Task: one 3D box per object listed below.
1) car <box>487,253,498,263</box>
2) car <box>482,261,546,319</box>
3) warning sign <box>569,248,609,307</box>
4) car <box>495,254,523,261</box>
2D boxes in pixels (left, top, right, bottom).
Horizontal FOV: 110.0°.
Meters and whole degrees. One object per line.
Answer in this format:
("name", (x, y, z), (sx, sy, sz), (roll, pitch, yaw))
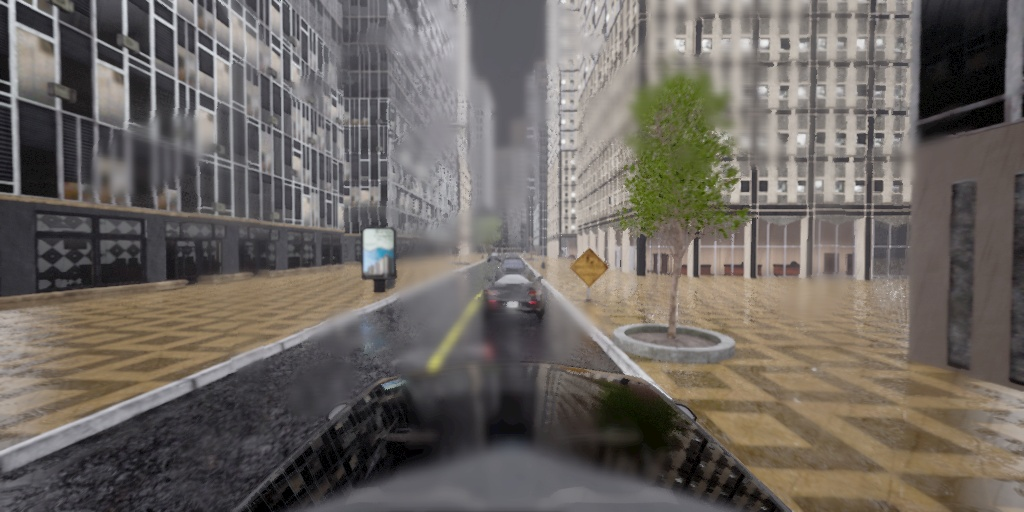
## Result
("car", (-2.720, 0.214, 54.351), (1.812, 1.442, 4.674), (0, 1, 0))
("car", (0.067, 1.071, 11.627), (1.812, 1.442, 4.674), (0, 1, 1))
("warning sign", (2.536, 0.657, 11.824), (1.300, 1.860, 1.060), (0, 0, 0))
("car", (0.088, 0.800, 26.051), (2.033, 1.411, 5.357), (0, 1, 1))
